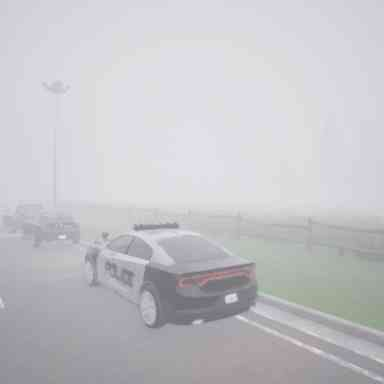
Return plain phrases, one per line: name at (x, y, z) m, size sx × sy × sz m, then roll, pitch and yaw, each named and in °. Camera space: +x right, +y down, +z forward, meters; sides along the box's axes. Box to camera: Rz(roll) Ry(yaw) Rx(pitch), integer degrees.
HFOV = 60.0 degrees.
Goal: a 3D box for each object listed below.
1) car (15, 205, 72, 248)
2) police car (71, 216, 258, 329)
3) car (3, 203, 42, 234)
car at (-6.650, 1.575, 15.414) m, size 1.837 × 1.490 × 4.892 m, roll 1°, pitch -1°, yaw -36°
police car at (-0.884, 1.482, 7.379) m, size 1.930 × 1.638 × 5.238 m, roll 1°, pitch -1°, yaw -36°
car at (-10.129, 1.428, 20.266) m, size 2.097 × 1.767 × 4.553 m, roll 1°, pitch -1°, yaw -36°
